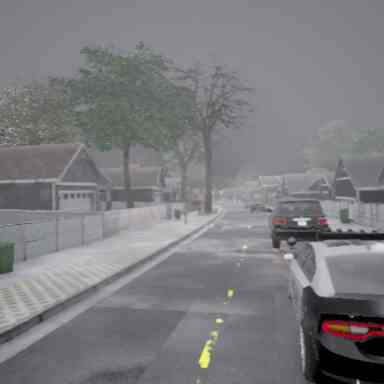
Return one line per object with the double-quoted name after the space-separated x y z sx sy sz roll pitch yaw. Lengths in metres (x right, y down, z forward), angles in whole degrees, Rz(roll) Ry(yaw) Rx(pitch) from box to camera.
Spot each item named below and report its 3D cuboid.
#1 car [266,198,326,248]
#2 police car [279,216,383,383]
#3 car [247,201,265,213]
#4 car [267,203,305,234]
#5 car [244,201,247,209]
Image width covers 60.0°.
4.662 1.300 15.130 2.150 2.045 5.566 -2 -1 11 "car"
2.587 1.423 5.373 1.930 1.638 5.238 -2 -1 13 "police car"
8.546 1.942 43.782 1.837 1.490 4.892 -2 -1 8 "car"
5.841 1.583 21.208 1.801 1.575 5.366 -2 -1 10 "car"
10.196 2.256 58.578 2.033 1.411 5.357 -2 -1 5 "car"
